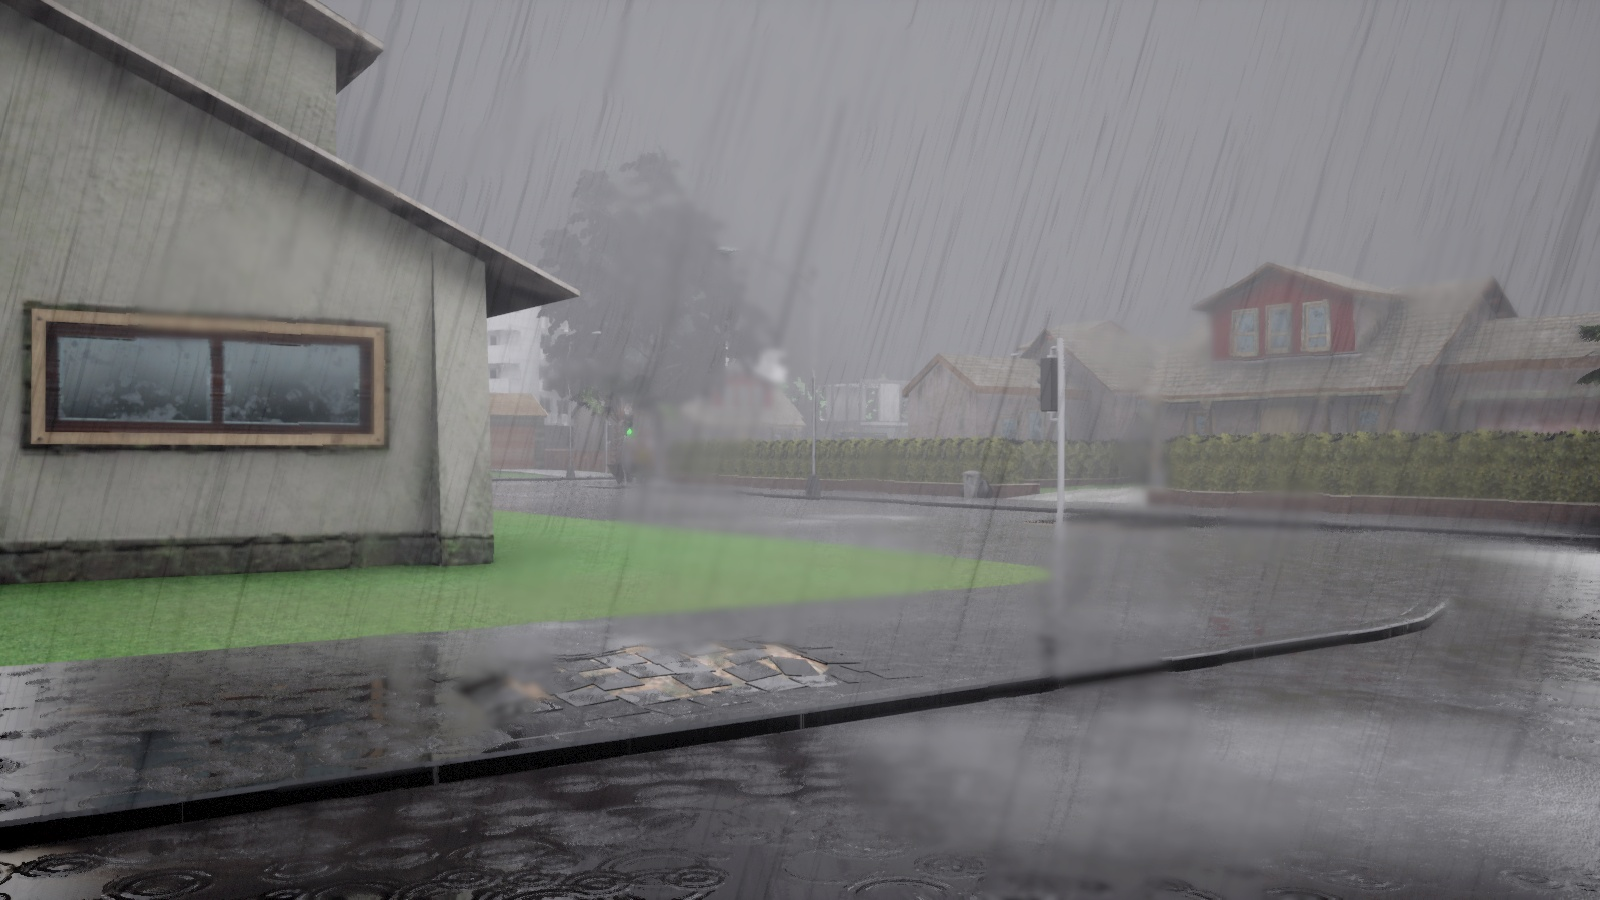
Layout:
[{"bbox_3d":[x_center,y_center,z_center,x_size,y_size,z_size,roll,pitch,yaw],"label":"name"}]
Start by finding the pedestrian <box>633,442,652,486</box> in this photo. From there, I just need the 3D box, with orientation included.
[{"bbox_3d":[-6.607,0.598,52.661,0.431,1.840,0.709,0,0,-43],"label":"pedestrian"}]
